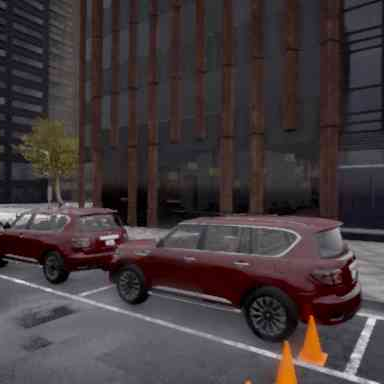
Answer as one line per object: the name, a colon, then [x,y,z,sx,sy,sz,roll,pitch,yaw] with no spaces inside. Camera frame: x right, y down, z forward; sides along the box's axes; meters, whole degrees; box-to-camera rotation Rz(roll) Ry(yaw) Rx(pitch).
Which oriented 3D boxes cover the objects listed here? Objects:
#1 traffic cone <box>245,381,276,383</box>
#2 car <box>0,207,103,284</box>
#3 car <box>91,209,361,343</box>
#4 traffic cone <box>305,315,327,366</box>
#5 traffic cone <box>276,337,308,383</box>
traffic cone: [0.499,1.982,2.952,0.340,0.580,0.340,0,0,35]
car: [-4.052,1.369,9.815,5.009,1.841,2.192,0,0,35]
car: [0.576,1.368,6.598,5.009,1.841,2.192,0,0,35]
traffic cone: [1.643,1.988,4.571,0.340,0.580,0.340,0,3,32]
traffic cone: [1.069,1.991,3.774,0.340,0.580,0.340,0,-1,35]
